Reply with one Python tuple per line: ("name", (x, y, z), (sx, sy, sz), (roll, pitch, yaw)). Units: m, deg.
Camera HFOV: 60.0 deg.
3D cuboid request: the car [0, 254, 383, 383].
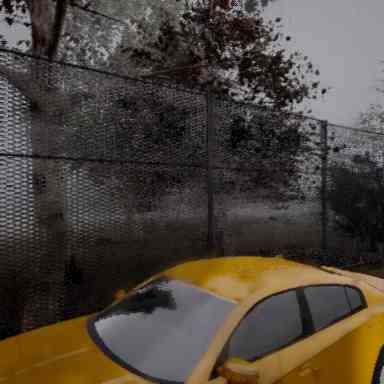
("car", (0.315, 1.477, 3.288), (5.008, 1.535, 1.882), (0, 0, -35))
